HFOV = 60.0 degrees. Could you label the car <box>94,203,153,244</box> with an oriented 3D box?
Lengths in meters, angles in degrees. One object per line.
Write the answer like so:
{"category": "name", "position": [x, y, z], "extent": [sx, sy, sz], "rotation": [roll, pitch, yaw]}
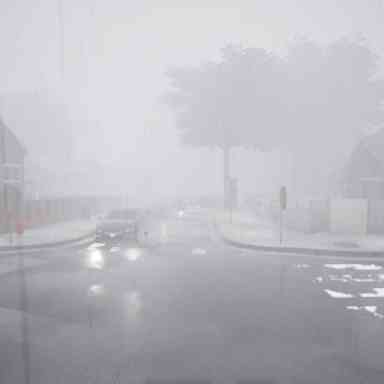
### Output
{"category": "car", "position": [-3.169, 1.476, 15.724], "extent": [1.837, 1.490, 4.892], "rotation": [0, 0, 0]}

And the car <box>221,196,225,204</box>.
{"category": "car", "position": [4.715, 1.301, 61.271], "extent": [2.097, 1.767, 4.553], "rotation": [1, 0, 14]}

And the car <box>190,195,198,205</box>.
{"category": "car", "position": [0.713, 1.300, 55.791], "extent": [2.097, 1.767, 4.553], "rotation": [1, 0, 11]}

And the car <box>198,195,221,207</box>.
{"category": "car", "position": [2.721, 1.319, 51.555], "extent": [2.097, 1.767, 4.553], "rotation": [0, 0, 11]}

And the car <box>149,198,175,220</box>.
{"category": "car", "position": [-2.849, 1.436, 27.990], "extent": [1.882, 1.535, 5.008], "rotation": [0, 0, 3]}

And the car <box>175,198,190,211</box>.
{"category": "car", "position": [-1.782, 1.460, 40.117], "extent": [1.837, 1.490, 4.892], "rotation": [0, 0, 7]}
